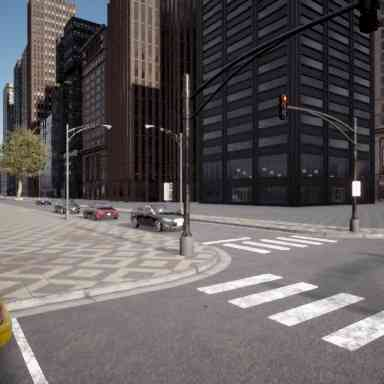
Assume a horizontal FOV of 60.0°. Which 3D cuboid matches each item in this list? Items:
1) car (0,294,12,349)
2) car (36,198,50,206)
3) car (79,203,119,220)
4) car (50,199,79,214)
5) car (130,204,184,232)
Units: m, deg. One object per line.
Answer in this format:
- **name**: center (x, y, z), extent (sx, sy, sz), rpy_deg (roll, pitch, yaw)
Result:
- **car**: center (-4.600, 1.525, 3.368), extent (4.829, 1.417, 1.752), rpy_deg (0, 0, -36)
- **car**: center (-27.036, 1.767, 60.596), extent (1.895, 1.301, 4.718), rpy_deg (0, 0, -36)
- **car**: center (-7.868, 1.630, 28.539), extent (1.994, 1.385, 4.181), rpy_deg (0, 0, -35)
- **car**: center (-13.893, 1.597, 36.911), extent (1.837, 1.490, 4.892), rpy_deg (0, 0, -36)
- **car**: center (-2.113, 1.534, 20.542), extent (2.128, 1.511, 4.902), rpy_deg (0, 0, -36)
